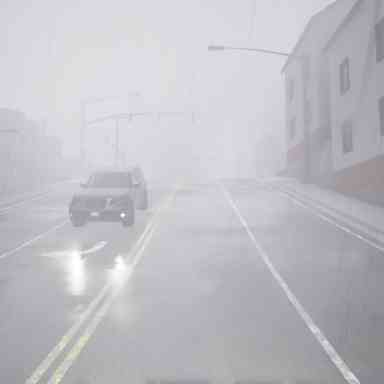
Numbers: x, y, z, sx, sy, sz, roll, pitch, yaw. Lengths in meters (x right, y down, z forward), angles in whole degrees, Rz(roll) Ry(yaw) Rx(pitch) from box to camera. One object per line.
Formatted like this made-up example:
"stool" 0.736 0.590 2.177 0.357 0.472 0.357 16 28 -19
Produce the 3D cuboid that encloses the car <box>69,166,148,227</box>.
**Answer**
"car" -3.287 0.036 14.183 2.150 2.045 5.566 0 8 2
